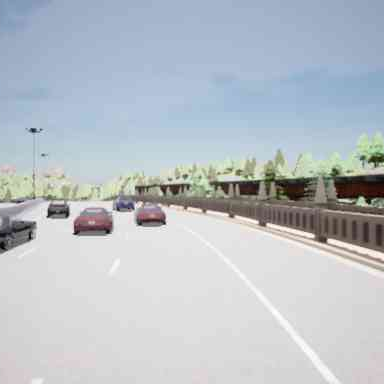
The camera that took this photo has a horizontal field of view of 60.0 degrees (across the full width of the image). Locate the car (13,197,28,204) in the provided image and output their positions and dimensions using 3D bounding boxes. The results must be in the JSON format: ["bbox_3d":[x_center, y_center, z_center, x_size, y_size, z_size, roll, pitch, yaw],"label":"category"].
[{"bbox_3d":[-34.446,1.682,67.770,2.033,1.411,5.357,0,0,-22],"label":"car"}]

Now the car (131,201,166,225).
[{"bbox_3d":[-3.058,1.539,23.862,1.994,1.385,4.181,0,0,-13],"label":"car"}]

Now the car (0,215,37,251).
[{"bbox_3d":[-8.158,1.621,14.049,1.895,1.301,4.718,0,0,-8],"label":"car"}]

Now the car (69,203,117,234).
[{"bbox_3d":[-5.598,1.562,19.298,1.994,1.385,4.181,0,0,-11],"label":"car"}]

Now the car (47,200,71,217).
[{"bbox_3d":[-12.516,1.517,31.378,2.128,1.511,4.902,0,0,-19],"label":"car"}]

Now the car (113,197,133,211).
[{"bbox_3d":[-8.290,1.330,40.146,2.097,1.767,4.553,0,0,-21],"label":"car"}]
